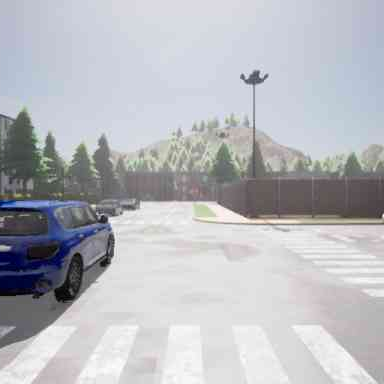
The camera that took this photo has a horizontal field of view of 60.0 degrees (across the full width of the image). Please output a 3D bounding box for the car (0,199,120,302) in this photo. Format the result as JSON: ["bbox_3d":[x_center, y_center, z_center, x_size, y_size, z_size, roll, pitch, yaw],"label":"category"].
[{"bbox_3d":[-3.508,1.216,8.364,2.150,2.045,5.566,0,0,-1],"label":"car"}]

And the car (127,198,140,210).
[{"bbox_3d":[-7.720,1.509,41.759,2.033,1.411,5.357,0,0,0],"label":"car"}]

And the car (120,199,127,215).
[{"bbox_3d":[-7.724,1.472,31.110,1.837,1.490,4.892,0,0,0],"label":"car"}]
